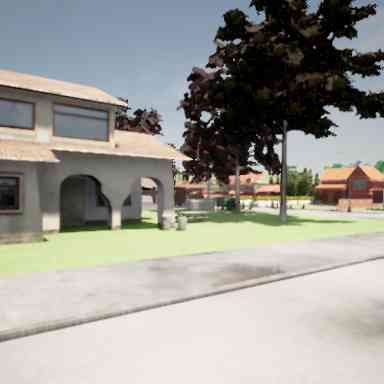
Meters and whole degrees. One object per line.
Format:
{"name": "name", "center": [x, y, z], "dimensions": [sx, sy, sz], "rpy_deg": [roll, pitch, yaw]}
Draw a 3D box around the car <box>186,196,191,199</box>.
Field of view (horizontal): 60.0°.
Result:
{"name": "car", "center": [-1.688, 1.634, 64.686], "dimensions": [2.150, 2.045, 5.566], "rpy_deg": [1, 1, -36]}
